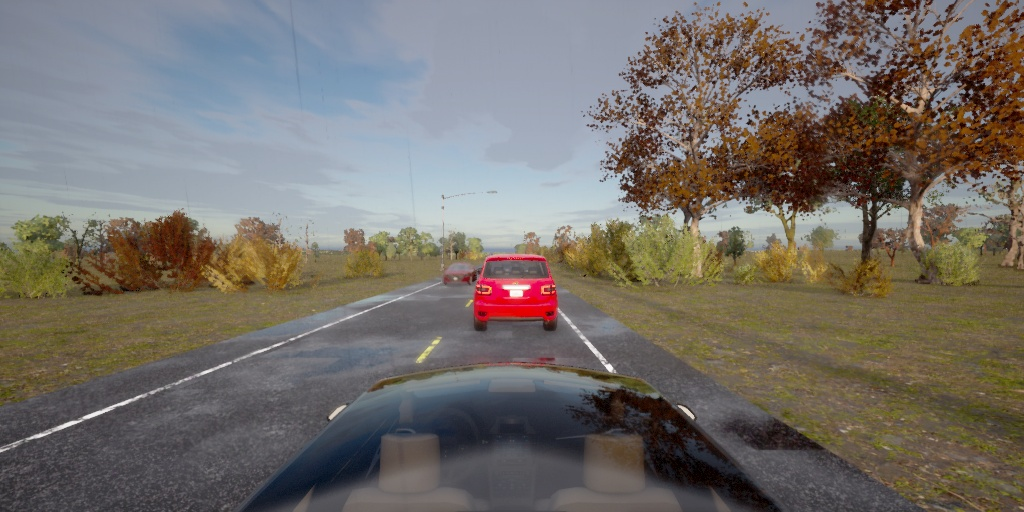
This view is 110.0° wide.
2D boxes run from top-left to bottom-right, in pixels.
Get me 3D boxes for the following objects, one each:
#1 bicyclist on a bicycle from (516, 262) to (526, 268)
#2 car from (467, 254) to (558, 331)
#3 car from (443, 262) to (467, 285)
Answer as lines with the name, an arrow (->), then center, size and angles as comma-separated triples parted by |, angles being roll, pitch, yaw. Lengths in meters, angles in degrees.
bicyclist on a bicycle -> 0.850, 1.110, 30.253 | 0.659, 1.776, 1.843 | 0, 0, 0
car -> 0.075, 0.968, 11.074 | 2.150, 2.045, 5.566 | 0, 0, -1
car -> -3.689, 1.219, 25.853 | 1.882, 1.535, 5.008 | 0, 0, 0
